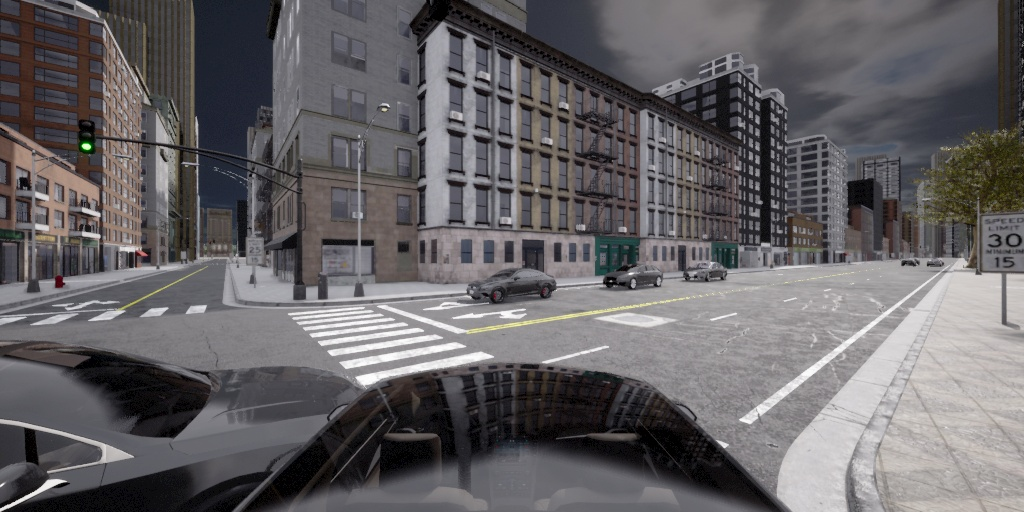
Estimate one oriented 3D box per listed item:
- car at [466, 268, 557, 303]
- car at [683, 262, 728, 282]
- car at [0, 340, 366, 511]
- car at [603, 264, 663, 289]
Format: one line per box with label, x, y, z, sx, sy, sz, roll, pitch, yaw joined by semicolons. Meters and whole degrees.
car;0.090;1.287;16.827;4.674;1.442;1.812;0;0;-39
car;15.889;1.237;29.400;4.902;1.511;2.128;0;0;-38
car;-3.209;1.257;1.880;4.892;1.490;1.837;0;0;-34
car;7.829;1.259;22.992;4.892;1.490;1.837;0;0;-38
